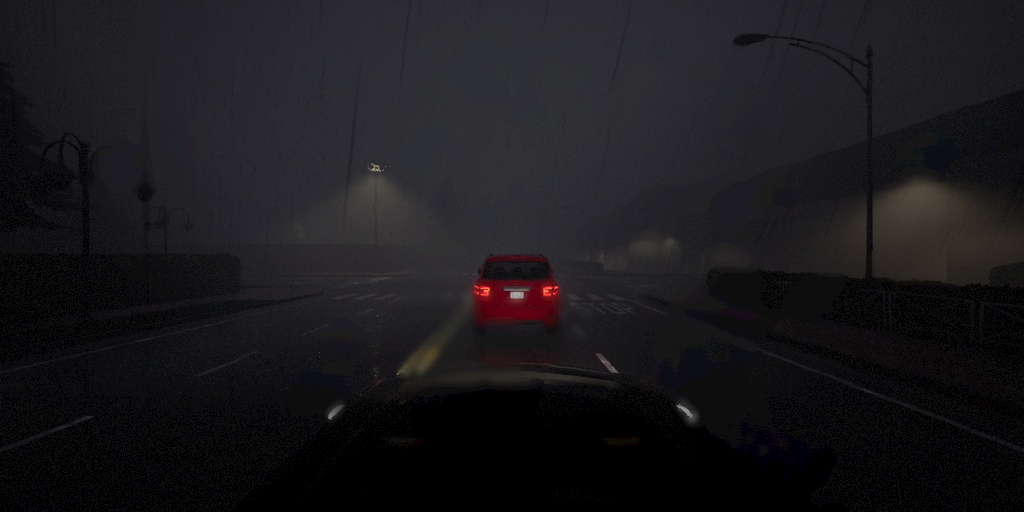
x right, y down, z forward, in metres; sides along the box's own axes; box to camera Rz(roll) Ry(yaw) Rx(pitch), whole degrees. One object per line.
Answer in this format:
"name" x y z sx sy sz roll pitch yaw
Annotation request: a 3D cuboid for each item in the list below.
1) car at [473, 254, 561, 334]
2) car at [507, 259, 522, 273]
"car" 0.118 0.971 10.719 2.150 2.045 5.566 0 0 0
"car" 0.338 1.228 45.572 1.882 1.535 5.008 0 0 1
